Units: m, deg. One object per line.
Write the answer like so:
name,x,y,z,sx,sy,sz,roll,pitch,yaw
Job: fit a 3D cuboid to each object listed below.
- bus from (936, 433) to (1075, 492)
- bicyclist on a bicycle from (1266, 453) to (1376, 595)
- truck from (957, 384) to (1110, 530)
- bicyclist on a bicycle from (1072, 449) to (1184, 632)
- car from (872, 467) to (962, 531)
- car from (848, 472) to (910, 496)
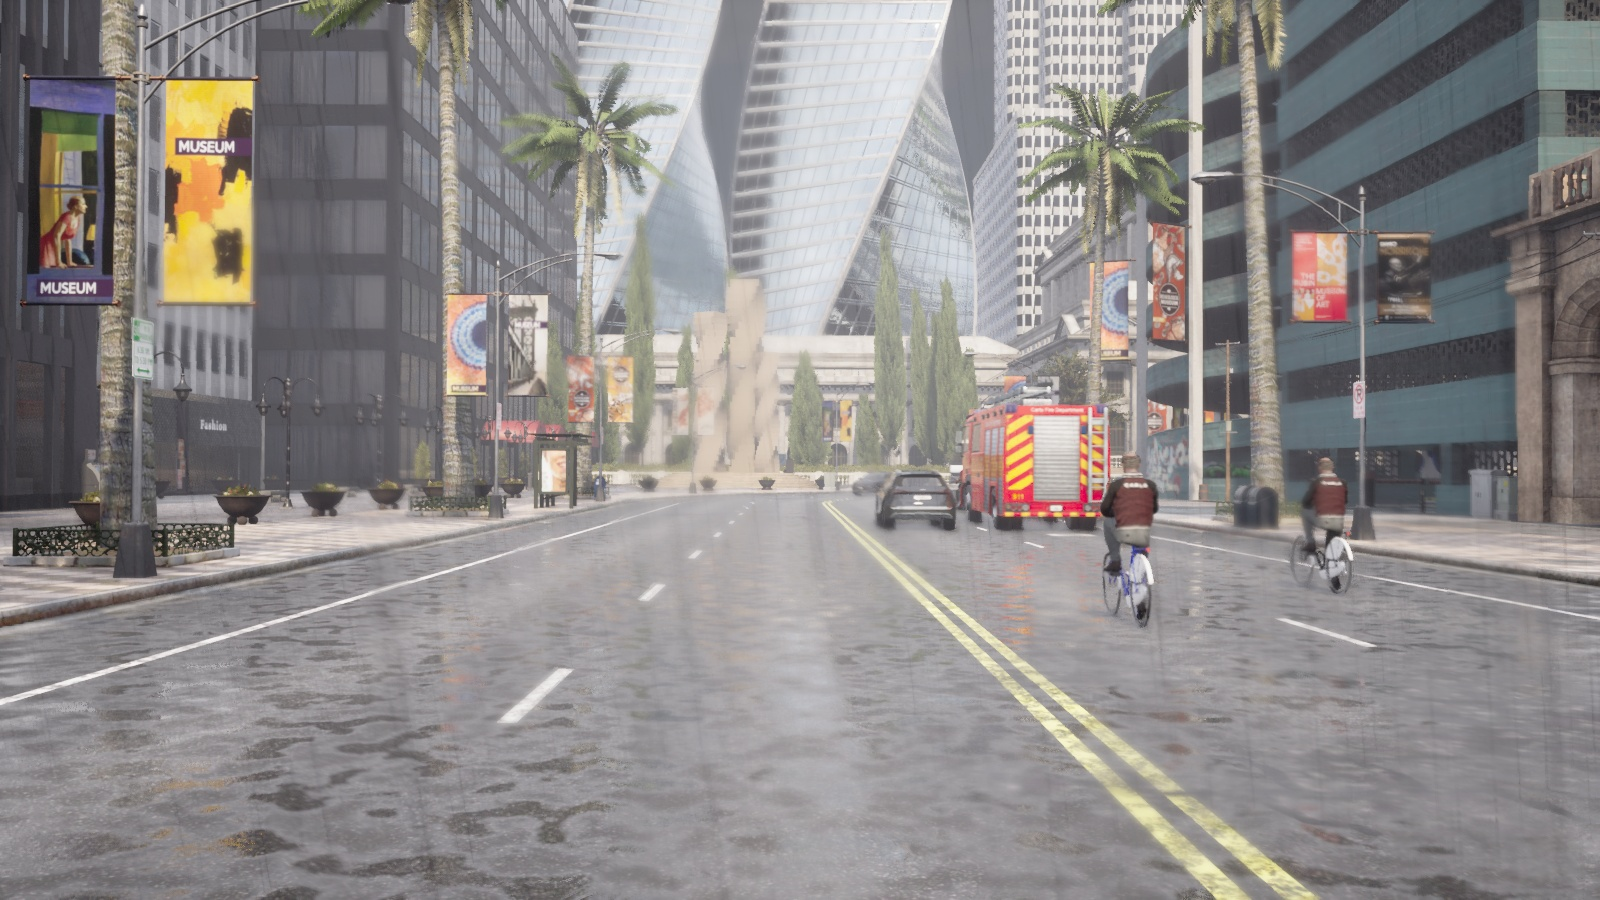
bus,15.762,0.983,96.033,10.273,4.253,3.944,0,-1,-31
bicyclist on a bicycle,6.873,0.937,16.667,0.659,1.776,1.843,0,-1,0
truck,6.695,0.249,37.373,2.891,3.827,8.468,0,-1,0
bicyclist on a bicycle,3.402,0.892,13.176,0.659,1.776,1.843,0,-1,0
car,3.216,1.325,35.404,2.033,1.649,4.856,0,-1,0
car,5.023,2.129,79.378,1.837,1.490,4.892,-1,-1,32
